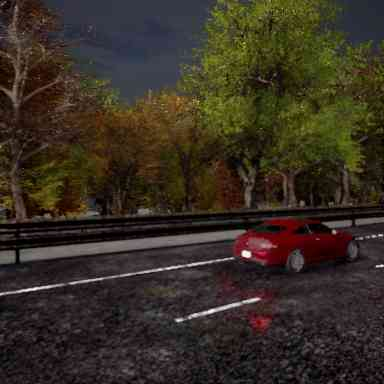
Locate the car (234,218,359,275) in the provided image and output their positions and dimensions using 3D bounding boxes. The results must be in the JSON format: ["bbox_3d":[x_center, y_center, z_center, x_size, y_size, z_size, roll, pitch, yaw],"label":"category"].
[{"bbox_3d":[3.373,1.544,10.513,4.674,1.442,1.812,0,0,-36],"label":"car"}]
